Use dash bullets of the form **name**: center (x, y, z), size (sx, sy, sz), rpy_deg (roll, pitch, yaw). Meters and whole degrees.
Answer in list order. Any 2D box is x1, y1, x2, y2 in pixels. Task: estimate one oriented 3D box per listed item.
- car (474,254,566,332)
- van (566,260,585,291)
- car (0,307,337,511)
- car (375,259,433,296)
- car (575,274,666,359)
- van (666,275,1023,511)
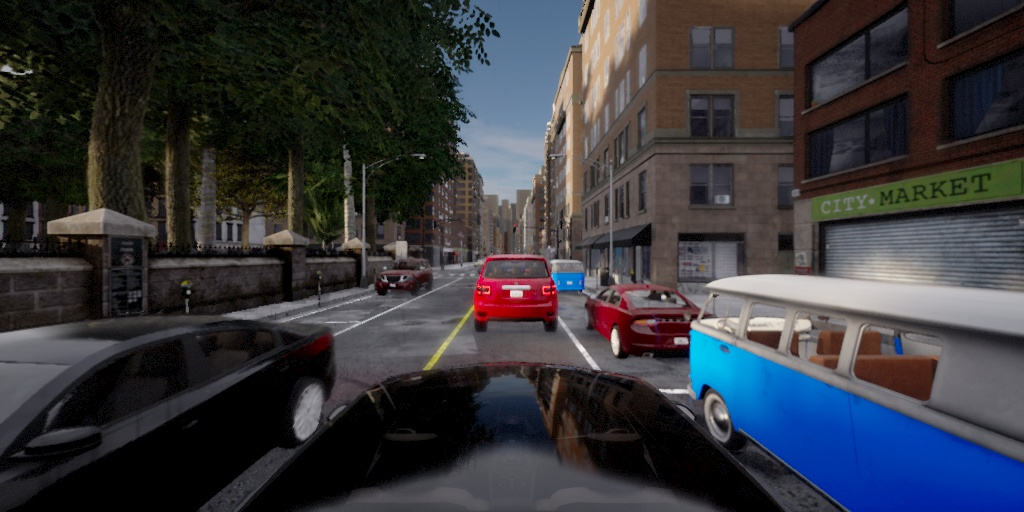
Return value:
- **car**: center (0.096, 0.978, 11.038), size (2.150, 2.045, 5.566), rpy_deg (0, 0, 0)
- **van**: center (2.855, 1.101, 19.599), size (1.690, 1.789, 3.998), rpy_deg (0, 0, 0)
- **car**: center (-3.100, 1.228, 2.398), size (1.882, 1.535, 5.008), rpy_deg (0, 0, 0)
- **car**: center (-5.670, 1.075, 19.559), size (2.192, 1.841, 5.009), rpy_deg (0, 0, 0)
- **car**: center (2.856, 1.300, 8.278), size (1.888, 1.381, 4.507), rpy_deg (0, 0, 0)
- **van**: center (2.856, 1.091, 2.617), size (1.690, 1.789, 3.998), rpy_deg (0, 0, 0)
